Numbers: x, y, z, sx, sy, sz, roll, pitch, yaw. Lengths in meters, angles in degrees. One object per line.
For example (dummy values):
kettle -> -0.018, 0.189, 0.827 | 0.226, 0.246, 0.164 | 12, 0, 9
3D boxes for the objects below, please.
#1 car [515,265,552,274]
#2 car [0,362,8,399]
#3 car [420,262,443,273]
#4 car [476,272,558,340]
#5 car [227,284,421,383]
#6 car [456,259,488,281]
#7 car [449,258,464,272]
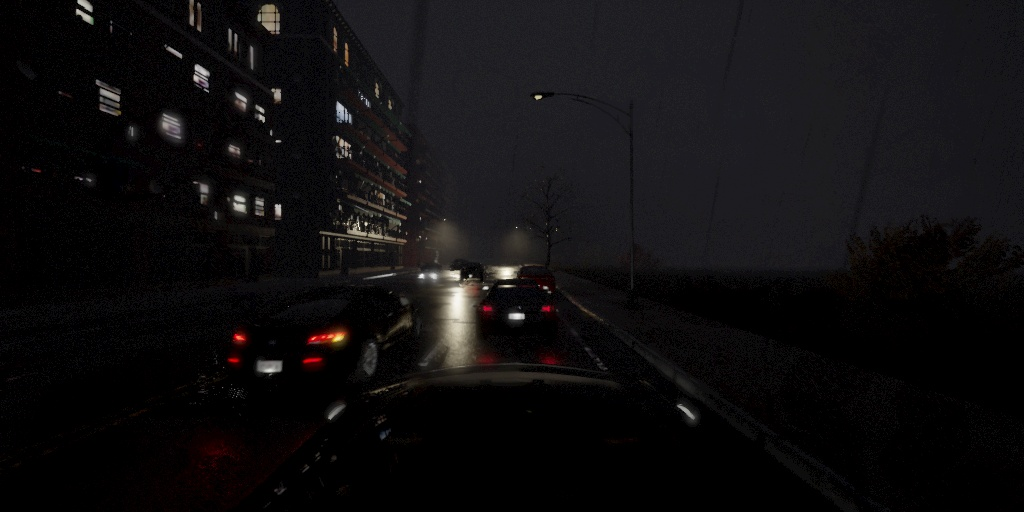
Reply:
car -> 1.153, 1.228, 18.916 | 1.882, 1.535, 5.008 | 0, 0, 0
car -> -6.615, 1.276, 2.056 | 1.812, 1.442, 4.674 | 0, 0, 0
car -> -9.810, 1.346, 43.846 | 1.895, 1.301, 4.718 | 0, 0, 0
car -> 0.109, 1.314, 9.996 | 1.994, 1.385, 4.181 | 0, 0, 0
car -> -3.148, 1.276, 6.971 | 1.812, 1.442, 4.674 | 0, 0, 0
car -> -3.124, 1.253, 29.403 | 1.837, 1.490, 4.892 | 0, 0, 0
car -> -6.557, 1.097, 45.345 | 2.097, 1.767, 4.553 | 0, 0, 0
